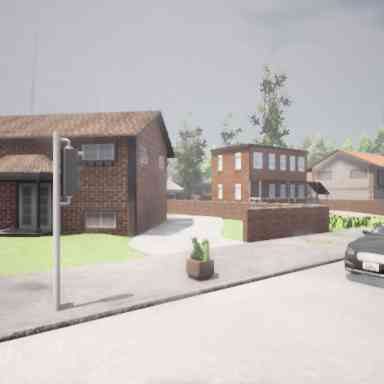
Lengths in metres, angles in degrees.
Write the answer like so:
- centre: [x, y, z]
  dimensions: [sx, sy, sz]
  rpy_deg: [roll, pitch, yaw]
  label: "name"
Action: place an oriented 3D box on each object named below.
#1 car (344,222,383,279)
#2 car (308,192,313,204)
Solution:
- centre: [6.153, 1.485, 9.292]
  dimensions: [4.902, 1.511, 2.128]
  rpy_deg: [0, 0, -37]
  label: "car"
- centre: [9.916, 0.958, 31.488]
  dimensions: [3.866, 1.878, 1.905]
  rpy_deg: [0, 0, -37]
  label: "car"
